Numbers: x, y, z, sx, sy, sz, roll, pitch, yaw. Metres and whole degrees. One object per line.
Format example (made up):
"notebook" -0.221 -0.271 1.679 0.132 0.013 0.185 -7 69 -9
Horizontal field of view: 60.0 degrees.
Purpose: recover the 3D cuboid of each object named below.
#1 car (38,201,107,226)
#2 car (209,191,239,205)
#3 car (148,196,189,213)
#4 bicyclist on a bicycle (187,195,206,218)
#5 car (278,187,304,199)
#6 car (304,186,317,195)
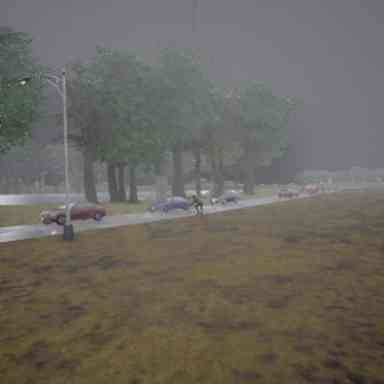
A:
"car" -7.955 1.365 22.539 1.812 1.442 4.674 -2 0 35
"car" 3.856 0.704 39.206 2.128 1.511 4.902 -2 1 35
"car" -2.069 1.101 30.838 1.812 1.442 4.674 -2 1 35
"bicyclist on a bicycle" 0.278 1.040 23.812 1.656 1.620 0.582 -1 1 35
"car" 14.182 0.112 48.704 2.128 1.511 4.902 -2 1 35
"car" 20.147 -0.311 57.138 1.882 1.535 5.008 -2 1 35
